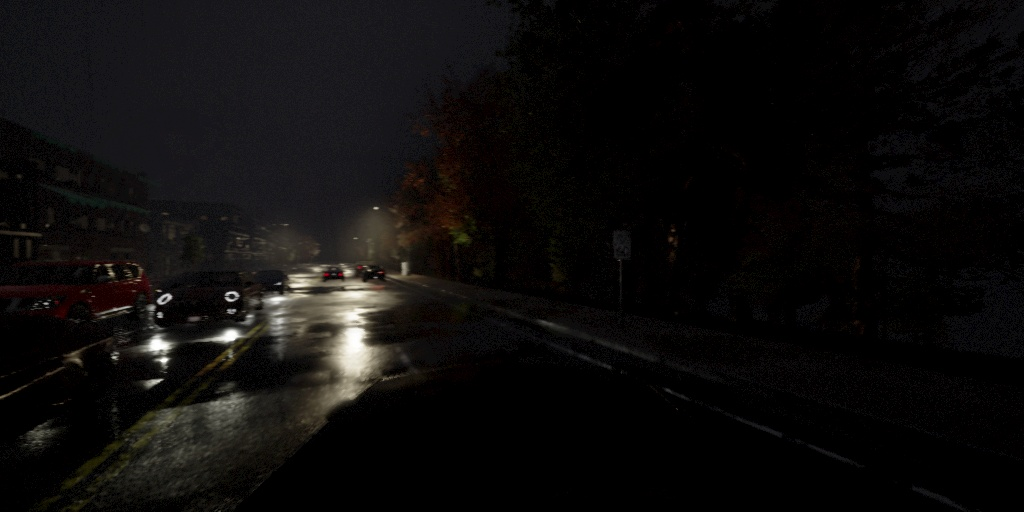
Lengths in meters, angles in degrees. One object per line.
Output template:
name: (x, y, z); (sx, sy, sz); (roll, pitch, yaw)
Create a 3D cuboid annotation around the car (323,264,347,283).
car: (-16.622, 1.688, 33.633); (2.033, 1.411, 5.357); (0, -1, -25)

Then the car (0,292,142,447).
car: (-5.799, 1.328, 3.333); (1.812, 1.442, 4.674); (0, -1, -27)

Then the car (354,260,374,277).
car: (-17.824, 1.461, 43.587); (2.150, 2.045, 5.566); (0, 0, -25)

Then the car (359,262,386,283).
car: (-12.733, 1.615, 33.001); (1.837, 1.490, 4.892); (0, 0, -25)

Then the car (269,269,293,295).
car: (-14.612, 1.547, 21.679); (1.812, 1.442, 4.674); (0, -1, -25)

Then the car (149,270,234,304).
car: (-17.242, 1.568, 19.643); (2.033, 1.411, 5.357); (0, -1, -25)

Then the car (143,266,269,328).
car: (-10.170, 1.263, 12.417); (2.097, 1.767, 4.553); (0, -1, -26)

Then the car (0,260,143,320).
car: (-12.734, 1.130, 10.235); (2.150, 2.045, 5.566); (0, -1, -26)
